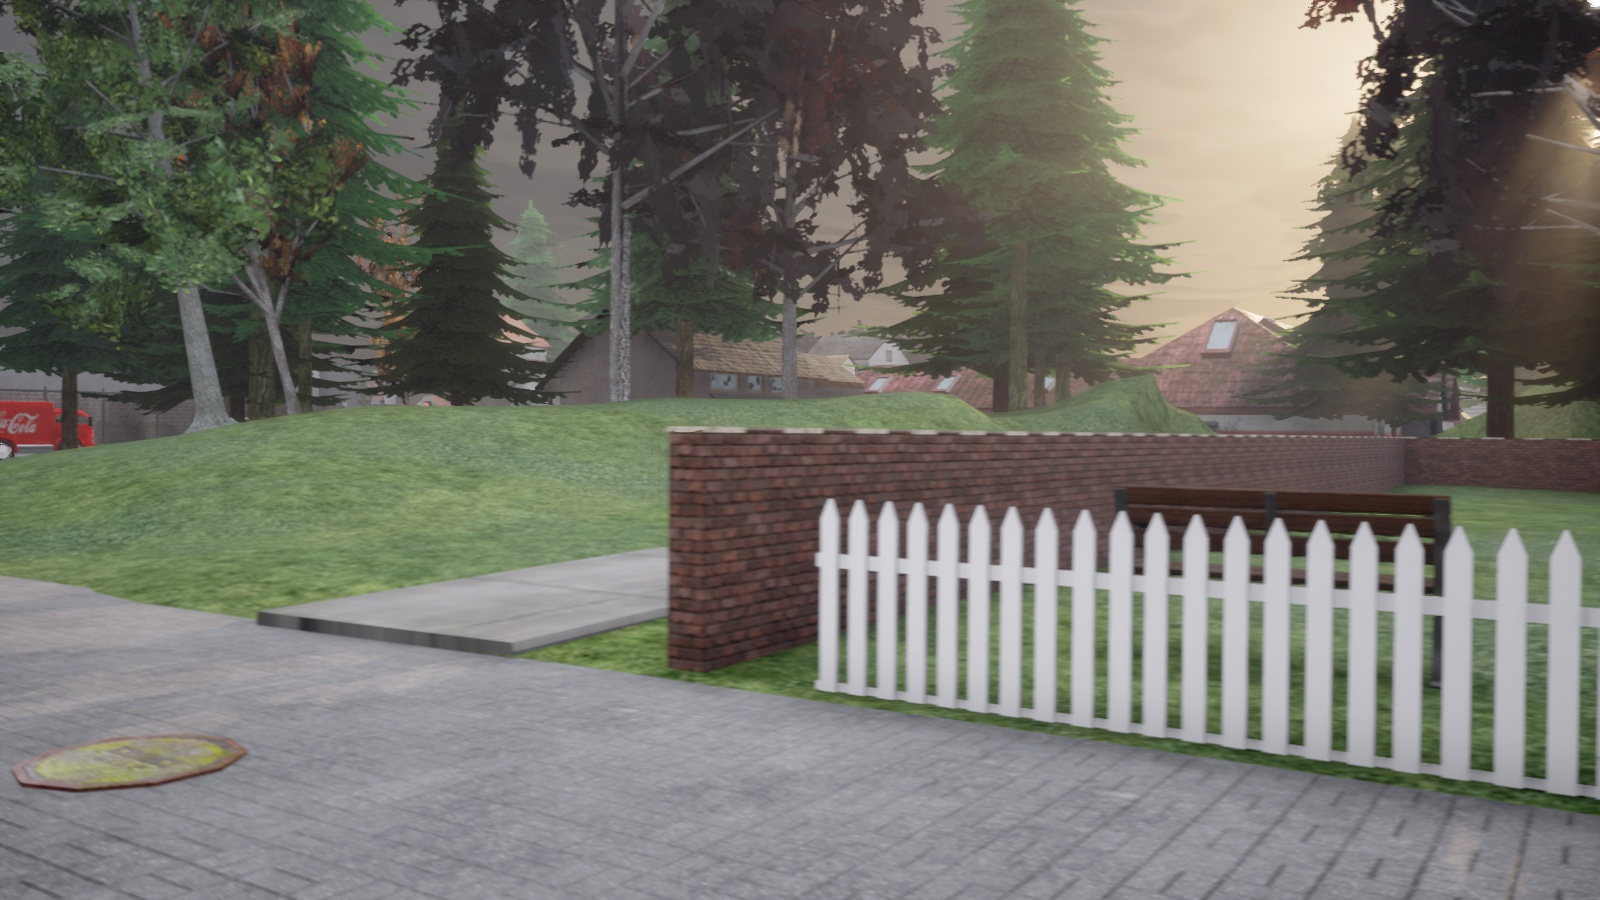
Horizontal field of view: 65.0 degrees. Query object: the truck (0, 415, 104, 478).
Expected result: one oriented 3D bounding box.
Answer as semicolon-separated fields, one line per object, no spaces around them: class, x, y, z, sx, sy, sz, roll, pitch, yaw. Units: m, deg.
truck;-31.261;-0.159;50.360;2.627;2.467;5.204;0;1;34
